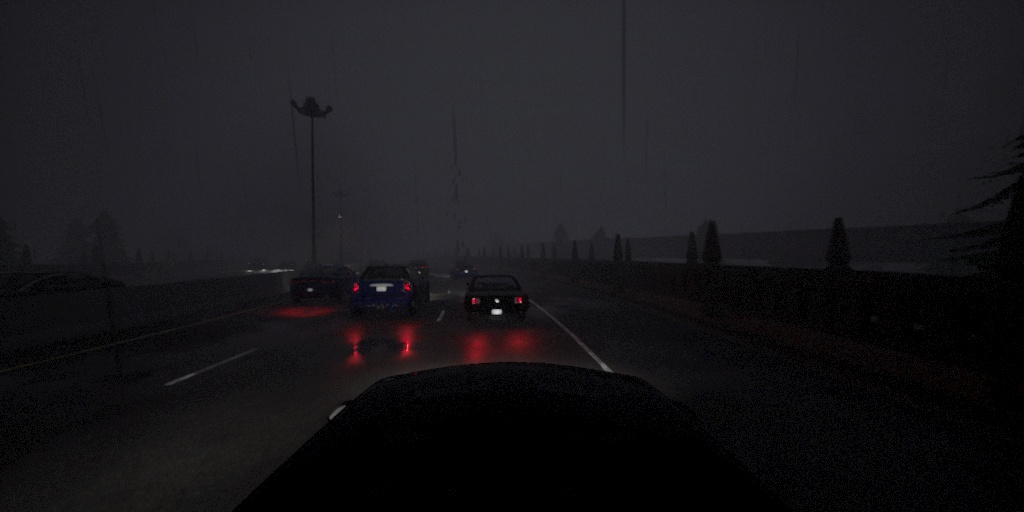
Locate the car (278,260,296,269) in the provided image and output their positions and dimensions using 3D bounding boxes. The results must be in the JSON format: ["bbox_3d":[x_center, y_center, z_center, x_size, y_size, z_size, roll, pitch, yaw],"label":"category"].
[{"bbox_3d":[-32.402,1.228,51.815,1.895,1.301,4.718,-1,0,-25],"label":"car"}]

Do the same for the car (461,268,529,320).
[{"bbox_3d":[-0.653,1.279,12.360,1.895,1.301,4.718,0,0,-6],"label":"car"}]

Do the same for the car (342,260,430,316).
[{"bbox_3d":[-4.345,1.040,13.375,2.097,1.767,4.553,0,0,-7],"label":"car"}]

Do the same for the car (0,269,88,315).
[{"bbox_3d":[-18.516,1.287,12.718,1.812,1.442,4.674,0,0,-8],"label":"car"}]

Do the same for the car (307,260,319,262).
[{"bbox_3d":[-27.217,1.206,49.075,1.895,1.301,4.718,-1,0,-25],"label":"car"}]

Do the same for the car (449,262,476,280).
[{"bbox_3d":[-4.023,1.139,29.375,1.994,1.385,4.181,0,0,-15],"label":"car"}]

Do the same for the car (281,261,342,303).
[{"bbox_3d":[-8.313,1.164,16.553,1.882,1.535,5.008,0,0,-8],"label":"car"}]

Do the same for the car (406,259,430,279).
[{"bbox_3d":[-8.355,1.090,31.708,1.837,1.490,4.892,0,0,-17],"label":"car"}]

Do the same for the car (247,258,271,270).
[{"bbox_3d":[-35.770,1.014,50.736,2.097,1.767,4.553,-1,0,-25],"label":"car"}]

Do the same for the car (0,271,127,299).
[{"bbox_3d":[-14.807,1.243,11.045,2.128,1.511,4.902,0,0,-7],"label":"car"}]
